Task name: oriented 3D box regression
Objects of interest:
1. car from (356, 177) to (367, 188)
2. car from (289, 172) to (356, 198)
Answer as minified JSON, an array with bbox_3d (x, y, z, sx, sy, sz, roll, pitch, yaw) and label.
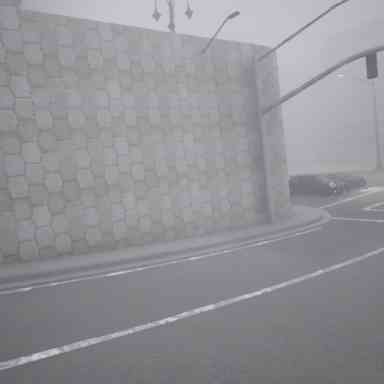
[{"bbox_3d":[11.876,-0.887,27.161,1.994,1.385,4.181,-10,6,-35],"label":"car"},{"bbox_3d":[9.228,-0.585,24.865,2.097,1.767,4.553,-10,6,-35],"label":"car"}]
